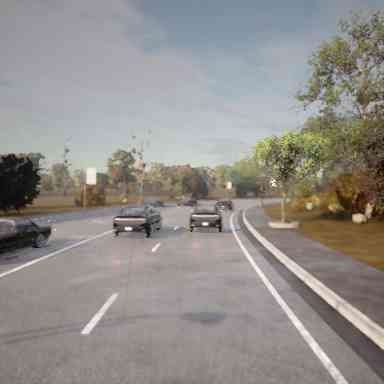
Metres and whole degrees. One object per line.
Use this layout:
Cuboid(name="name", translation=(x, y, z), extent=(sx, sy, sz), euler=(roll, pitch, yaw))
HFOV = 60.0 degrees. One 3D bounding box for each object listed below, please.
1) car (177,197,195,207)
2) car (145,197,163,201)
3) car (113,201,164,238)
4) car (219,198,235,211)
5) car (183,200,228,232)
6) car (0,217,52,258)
Cuboid(name="car", translation=(-0.705, 1.538, 51.652), extent=(2.033, 1.411, 5.357), euler=(0, 0, 16))
Cuboid(name="car", translation=(-5.446, 1.488, 47.365), extent=(1.837, 1.490, 4.892), euler=(0, -1, 14))
Cuboid(name="car", translation=(-2.790, 1.487, 17.826), extent=(2.128, 1.511, 4.902), euler=(0, 0, 4))
Cuboid(name="car", translation=(4.230, 1.511, 42.004), extent=(1.837, 1.490, 4.892), euler=(0, 0, 12))
Cuboid(name="car", translation=(0.908, 1.492, 20.181), extent=(2.128, 1.511, 4.902), euler=(0, 0, 5))
Cuboid(name="car", translation=(-6.832, 1.593, 11.639), extent=(1.895, 1.301, 4.718), euler=(0, 0, 3))
